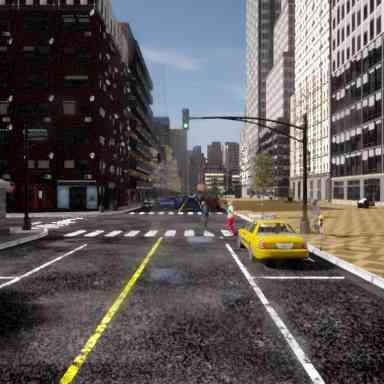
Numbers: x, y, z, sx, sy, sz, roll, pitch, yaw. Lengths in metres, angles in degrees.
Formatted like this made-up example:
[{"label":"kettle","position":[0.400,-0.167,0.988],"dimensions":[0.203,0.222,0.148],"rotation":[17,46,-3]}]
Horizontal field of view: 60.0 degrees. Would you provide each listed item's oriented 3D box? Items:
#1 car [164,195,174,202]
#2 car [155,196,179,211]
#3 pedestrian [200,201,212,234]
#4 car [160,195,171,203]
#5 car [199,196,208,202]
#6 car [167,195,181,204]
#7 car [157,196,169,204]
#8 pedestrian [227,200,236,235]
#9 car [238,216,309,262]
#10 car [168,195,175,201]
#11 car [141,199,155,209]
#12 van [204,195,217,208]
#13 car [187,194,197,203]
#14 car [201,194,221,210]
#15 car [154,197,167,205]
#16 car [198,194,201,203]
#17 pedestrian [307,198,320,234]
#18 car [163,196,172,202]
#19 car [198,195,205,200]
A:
[{"label":"car","position":[-5.708,1.524,82.876],"dimensions":[1.967,1.590,4.097],"rotation":[0,0,0]},{"label":"car","position":[-3.104,1.566,41.892],"dimensions":[2.033,1.411,5.357],"rotation":[0,0,0]},{"label":"pedestrian","position":[0.711,1.306,17.658],"dimensions":[0.375,1.860,0.375],"rotation":[0,0,0]},{"label":"car","position":[-5.706,1.503,71.823],"dimensions":[1.967,1.590,4.097],"rotation":[0,0,0]},{"label":"car","position":[2.674,1.618,77.351],"dimensions":[1.887,1.381,4.507],"rotation":[0,0,0]},{"label":"car","position":[-3.094,1.508,52.399],"dimensions":[1.882,1.535,5.008],"rotation":[0,0,0]},{"label":"car","position":[-5.704,1.597,66.295],"dimensions":[1.887,1.381,4.507],"rotation":[0,0,0]},{"label":"pedestrian","position":[2.006,1.297,17.119],"dimensions":[0.375,1.860,0.375],"rotation":[0,0,0]},{"label":"car","position":[2.684,1.526,11.948],"dimensions":[1.752,1.417,4.829],"rotation":[0,0,0]},{"label":"car","position":[-5.709,1.632,93.760],"dimensions":[1.752,1.417,4.829],"rotation":[0,0,0]},{"label":"car","position":[-5.700,1.571,44.190],"dimensions":[2.008,1.369,4.403],"rotation":[0,0,0]},{"label":"van","position":[2.677,1.368,49.717],"dimensions":[1.690,1.788,3.998],"rotation":[0,0,0]},{"label":"car","position":[-0.012,1.618,73.383],"dimensions":[1.994,1.385,4.181],"rotation":[0,0,0]},{"label":"car","position":[2.678,1.336,44.192],"dimensions":[2.192,1.841,5.009],"rotation":[0,0,0]},{"label":"car","position":[-5.703,1.594,60.769],"dimensions":[2.008,1.369,4.403],"rotation":[0,0,0]},{"label":"car","position":[2.675,1.367,66.297],"dimensions":[2.192,1.841,5.009],"rotation":[0,0,0]},{"label":"pedestrian","position":[6.093,1.144,16.459],"dimensions":[0.375,1.860,0.375],"rotation":[0,0,0]},{"label":"car","position":[-5.706,1.655,77.350],"dimensions":[1.802,1.307,4.206],"rotation":[0,0,0]},{"label":"car","position":[2.672,1.633,94.101],"dimensions":[1.752,1.417,4.829],"rotation":[0,0,0]}]
